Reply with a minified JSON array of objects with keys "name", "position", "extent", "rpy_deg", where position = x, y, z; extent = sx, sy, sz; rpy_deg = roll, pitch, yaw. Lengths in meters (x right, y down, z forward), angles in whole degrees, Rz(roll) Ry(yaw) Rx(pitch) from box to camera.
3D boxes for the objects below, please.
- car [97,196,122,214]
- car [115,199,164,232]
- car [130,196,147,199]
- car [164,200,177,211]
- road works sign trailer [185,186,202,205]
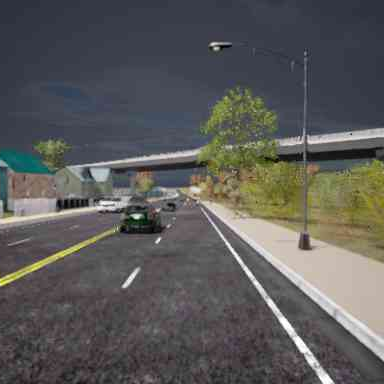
[{"name":"car","position":[-9.858,1.531,40.709],"extent":[2.150,2.045,5.566],"rpy_deg":[0,-1,0]},{"name":"car","position":[-3.190,1.503,21.344],"extent":[2.097,1.767,4.553],"rpy_deg":[0,-1,0]},{"name":"car","position":[-6.610,1.529,40.727],"extent":[2.150,2.045,5.566],"rpy_deg":[0,-1,0]},{"name":"car","position":[-3.190,1.847,47.328],"extent":[2.128,1.511,4.902],"rpy_deg":[0,0,0]},{"name":"road works sign trailer","position":[0.495,0.708,63.694],"extent":[2.380,3.560,2.880],"rpy_deg":[12,-13,4]}]
